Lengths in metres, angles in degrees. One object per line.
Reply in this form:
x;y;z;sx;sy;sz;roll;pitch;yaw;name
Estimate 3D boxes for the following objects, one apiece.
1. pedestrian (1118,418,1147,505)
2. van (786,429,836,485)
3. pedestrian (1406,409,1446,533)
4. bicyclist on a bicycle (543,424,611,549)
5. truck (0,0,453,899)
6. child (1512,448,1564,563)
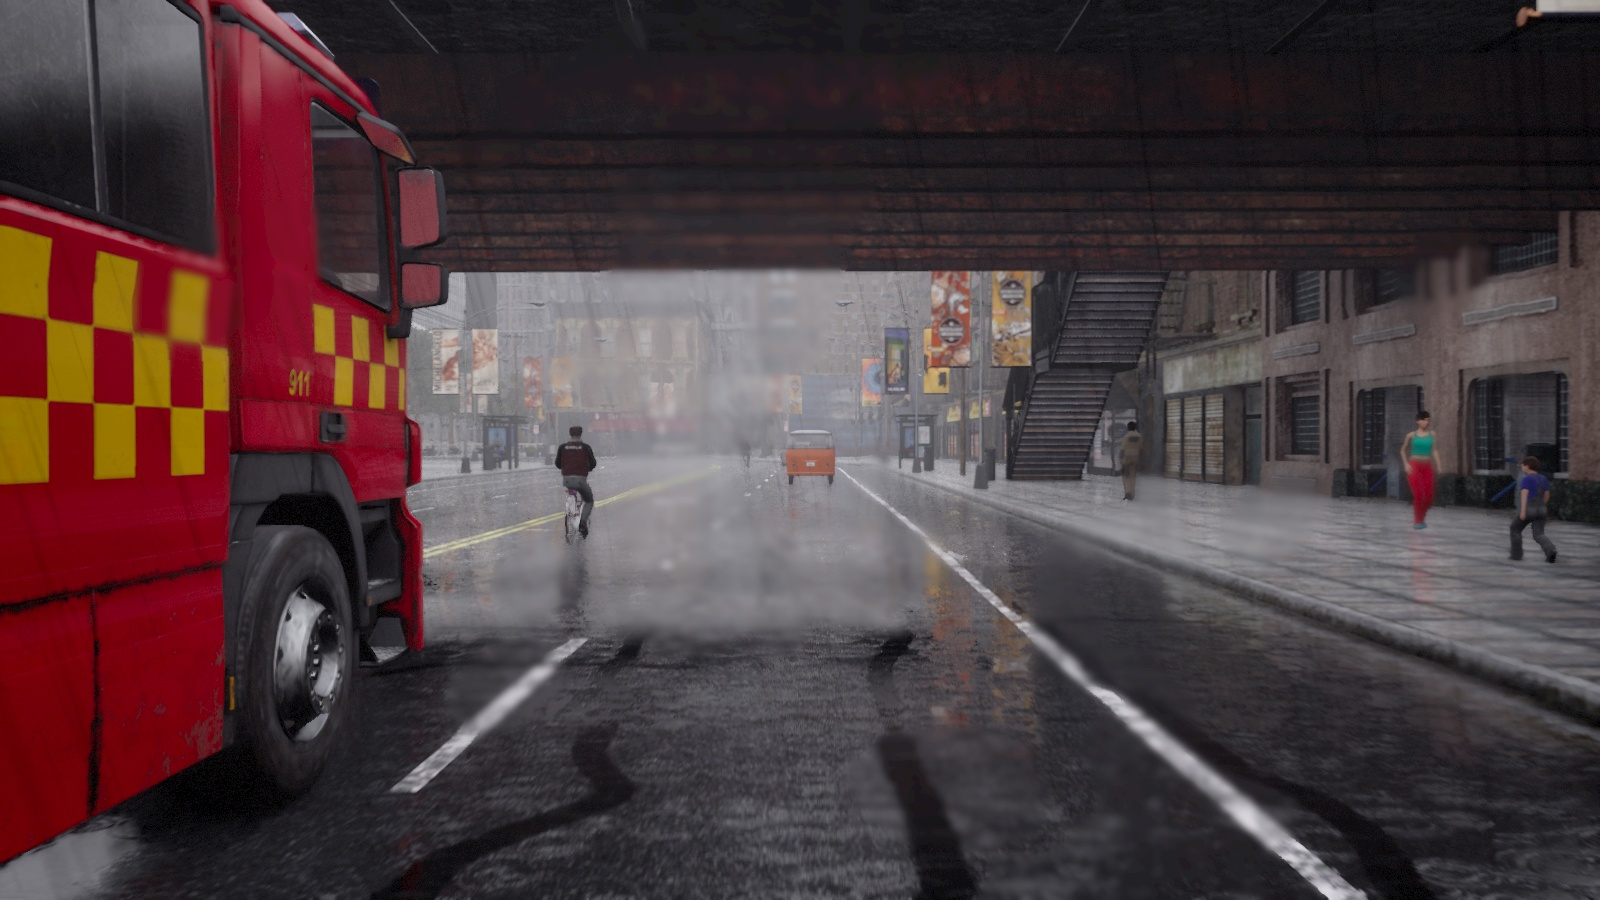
7.443;0.251;28.122;0.396;1.930;0.692;0;0;-5;pedestrian
0.404;0.235;46.983;1.775;1.987;4.442;0;0;0;van
9.403;0.304;18.870;0.345;1.836;0.594;0;0;7;pedestrian
-3.293;0.509;18.713;0.659;1.776;1.843;0;1;1;bicyclist on a bicycle
-3.467;-0.438;3.002;2.891;3.827;8.468;0;0;0;truck
8.222;0.611;13.996;0.270;1.263;0.437;0;0;-10;child
